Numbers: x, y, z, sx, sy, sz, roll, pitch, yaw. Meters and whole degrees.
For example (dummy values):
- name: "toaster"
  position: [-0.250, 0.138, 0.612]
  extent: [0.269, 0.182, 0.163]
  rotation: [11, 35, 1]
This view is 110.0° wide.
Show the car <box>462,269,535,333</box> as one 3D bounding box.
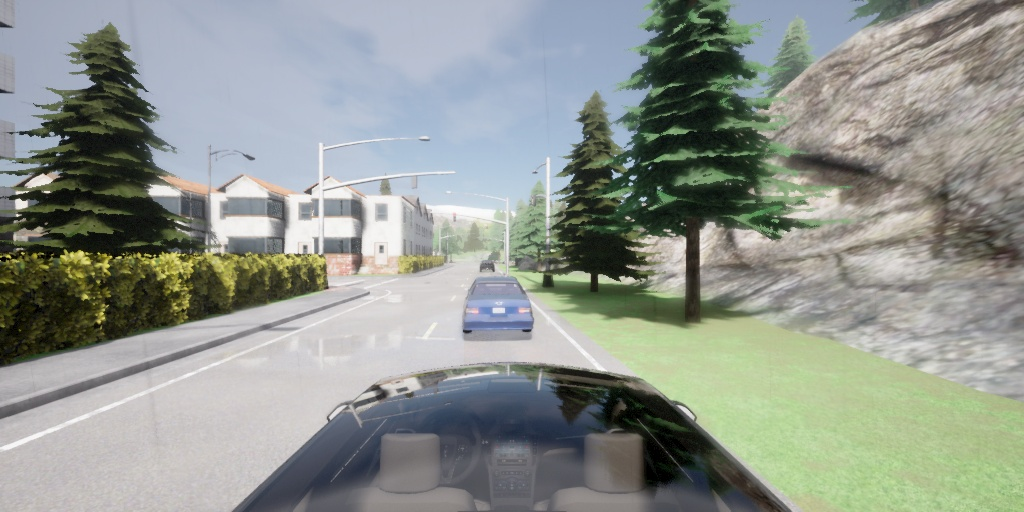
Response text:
- name: "car"
  position: [-0.481, 1.297, 10.737]
  extent: [2.033, 1.411, 5.357]
  rotation: [0, 0, -4]

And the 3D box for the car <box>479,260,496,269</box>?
- name: "car"
  position: [-3.166, 1.255, 45.767]
  extent: [1.837, 1.490, 4.892]
  rotation: [0, 0, -4]
